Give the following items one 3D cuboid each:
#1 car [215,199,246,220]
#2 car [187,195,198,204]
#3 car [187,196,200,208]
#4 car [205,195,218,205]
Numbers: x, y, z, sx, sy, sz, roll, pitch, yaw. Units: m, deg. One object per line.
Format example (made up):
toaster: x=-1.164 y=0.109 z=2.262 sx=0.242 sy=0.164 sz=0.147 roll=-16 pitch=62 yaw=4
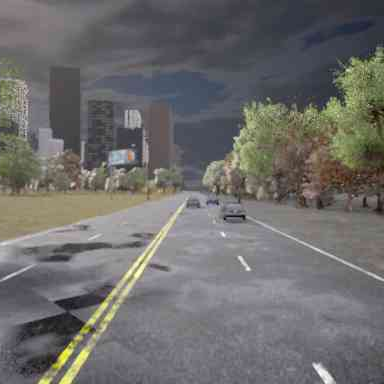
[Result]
car: x=3.335 y=1.546 z=27.803 sx=2.033 sy=1.411 sz=5.357 roll=0 pitch=0 yaw=1
car: x=0.107 y=1.438 z=64.371 sx=2.128 sy=1.511 sz=4.902 roll=0 pitch=0 yaw=0
car: x=0.178 y=1.471 z=47.574 sx=2.128 sy=1.511 sz=4.902 roll=0 pitch=0 yaw=0
car: x=3.370 y=1.282 z=55.400 sx=2.097 sy=1.767 sz=4.553 roll=1 pitch=0 yaw=0
